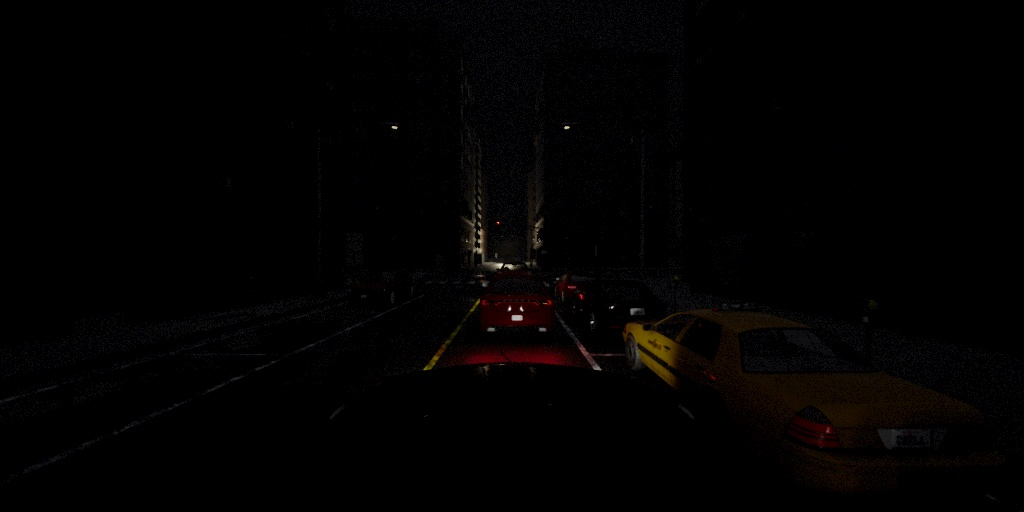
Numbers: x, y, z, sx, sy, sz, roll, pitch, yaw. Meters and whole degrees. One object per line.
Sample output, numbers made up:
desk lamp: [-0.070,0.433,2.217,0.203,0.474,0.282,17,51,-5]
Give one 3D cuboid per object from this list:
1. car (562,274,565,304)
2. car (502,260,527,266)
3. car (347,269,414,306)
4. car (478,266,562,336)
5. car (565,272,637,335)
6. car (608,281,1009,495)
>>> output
car: [2.907,1.333,15.883,1.802,1.307,4.207,0,0,0]
car: [0.142,1.104,20.809,2.097,1.767,4.553,0,0,0]
car: [-5.638,1.296,15.902,1.888,1.381,4.507,0,0,0]
car: [0.117,1.229,10.480,1.882,1.535,5.008,0,0,0]
car: [2.893,1.317,10.298,1.948,1.339,4.313,0,0,0]
car: [2.879,1.276,4.881,1.751,1.417,4.829,0,0,0]
